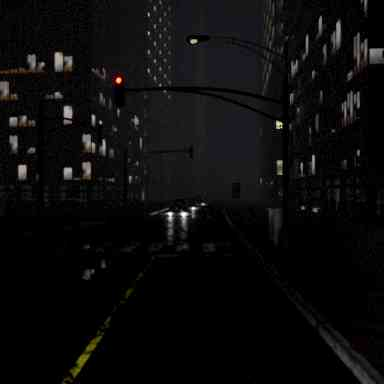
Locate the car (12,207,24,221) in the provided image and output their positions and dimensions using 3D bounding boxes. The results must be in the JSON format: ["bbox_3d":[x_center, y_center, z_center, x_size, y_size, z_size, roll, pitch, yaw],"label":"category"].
[{"bbox_3d":[-16.445,1.836,28.063,4.403,1.369,2.008,-1,1,10],"label":"car"}]

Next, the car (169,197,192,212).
[{"bbox_3d":[-1.448,1.476,37.853,1.812,1.442,4.674,0,0,5],"label":"car"}]

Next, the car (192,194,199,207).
[{"bbox_3d":[-0.388,1.451,49.255,1.812,1.442,4.674,0,0,6],"label":"car"}]

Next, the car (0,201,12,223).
[{"bbox_3d":[-17.346,1.505,25.665,5.566,2.045,2.150,-1,0,9],"label":"car"}]

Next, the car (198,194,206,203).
[{"bbox_3d":[1.413,1.236,64.104,2.097,1.767,4.553,0,0,8],"label":"car"}]
